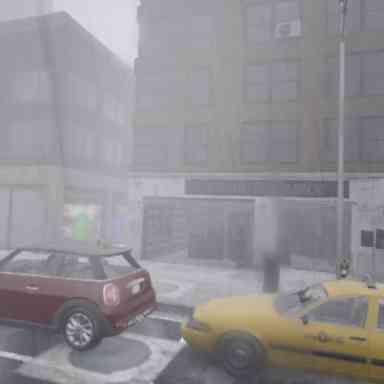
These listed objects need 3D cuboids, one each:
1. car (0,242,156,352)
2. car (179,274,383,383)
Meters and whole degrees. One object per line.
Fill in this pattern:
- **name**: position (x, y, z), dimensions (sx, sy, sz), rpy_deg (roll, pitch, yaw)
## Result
- **car**: position (-2.844, 1.691, 6.464), dimensions (4.097, 1.590, 1.967), rpy_deg (1, -3, 18)
- **car**: position (2.248, 1.888, 4.821), dimensions (4.829, 1.417, 1.752), rpy_deg (1, -3, 18)
